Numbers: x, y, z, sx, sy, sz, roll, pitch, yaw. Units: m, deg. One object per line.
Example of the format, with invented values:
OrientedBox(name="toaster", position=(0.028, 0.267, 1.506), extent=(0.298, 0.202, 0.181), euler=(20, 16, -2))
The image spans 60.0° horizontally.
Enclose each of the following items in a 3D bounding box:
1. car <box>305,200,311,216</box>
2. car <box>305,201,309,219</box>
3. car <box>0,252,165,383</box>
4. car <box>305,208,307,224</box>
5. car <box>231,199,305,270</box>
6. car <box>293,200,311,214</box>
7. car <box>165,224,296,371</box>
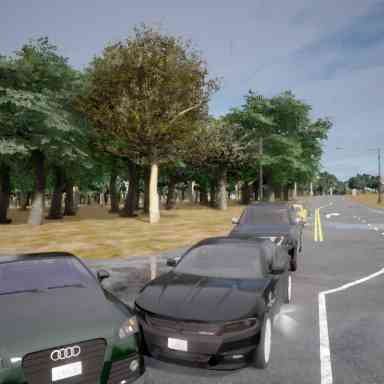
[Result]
OrientedBox(name="car", position=(9.292, 1.725, 29.567), extent=(1.812, 1.442, 4.674), euler=(-1, 0, 21))
OrientedBox(name="car", position=(7.234, 1.664, 24.063), extent=(1.882, 1.535, 5.008), euler=(-1, 0, 21))
OrientedBox(name="car", position=(-2.309, 1.643, 4.967), extent=(1.994, 1.385, 4.181), euler=(1, -2, -33))
OrientedBox(name="car", position=(5.085, 1.774, 18.309), extent=(1.895, 1.301, 4.718), euler=(-1, 0, 21))
OrientedBox(name="car", position=(2.858, 1.460, 12.405), extent=(2.150, 2.045, 5.566), euler=(-2, 0, 21))
OrientedBox(name="car", position=(13.316, 1.748, 40.152), extent=(1.812, 1.442, 4.674), euler=(-1, 0, 21))
OrientedBox(name="car", position=(0.737, 1.613, 6.264), extent=(1.882, 1.535, 5.008), euler=(-1, -2, 21))
